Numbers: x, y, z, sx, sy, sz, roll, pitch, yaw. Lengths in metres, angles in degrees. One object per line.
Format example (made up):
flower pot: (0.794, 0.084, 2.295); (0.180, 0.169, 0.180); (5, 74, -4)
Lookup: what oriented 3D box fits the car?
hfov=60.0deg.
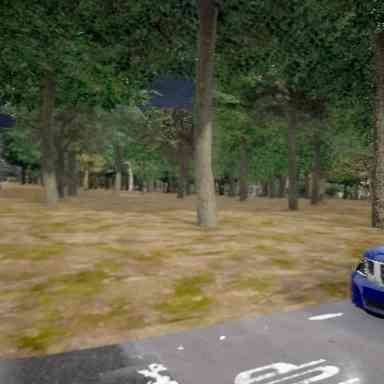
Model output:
car: (5.480, 1.307, 6.067); (5.566, 2.045, 2.150); (1, 0, -27)
